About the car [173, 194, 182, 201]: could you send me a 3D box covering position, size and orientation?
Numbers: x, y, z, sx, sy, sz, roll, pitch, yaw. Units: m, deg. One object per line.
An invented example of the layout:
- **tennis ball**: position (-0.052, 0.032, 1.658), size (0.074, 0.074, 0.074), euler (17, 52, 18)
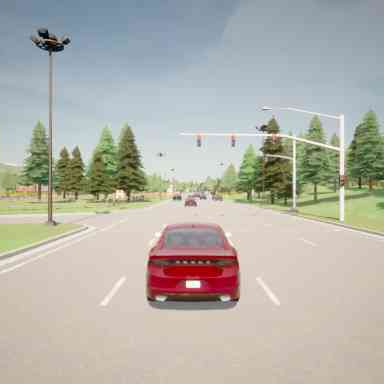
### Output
- **car**: position (-3.819, 1.469, 83.554), size (1.882, 1.535, 5.008), euler (0, 0, 0)

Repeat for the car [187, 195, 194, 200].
- **car**: position (-0.359, 1.428, 94.018), size (1.895, 1.301, 4.718), euler (0, 0, 0)

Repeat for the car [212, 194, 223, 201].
- **car**: position (6.681, 1.517, 83.595), size (2.128, 1.511, 4.902), euler (0, 0, 0)

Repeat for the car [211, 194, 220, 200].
- **car**: position (6.641, 1.372, 94.014), size (2.033, 1.411, 5.357), euler (0, 0, 0)

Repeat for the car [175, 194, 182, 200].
- **car**: position (-3.859, 1.310, 93.974), size (1.882, 1.535, 5.008), euler (0, 0, 0)

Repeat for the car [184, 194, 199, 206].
- **car**: position (-0.201, 1.526, 52.955), size (1.812, 1.442, 4.674), euler (0, 0, 0)

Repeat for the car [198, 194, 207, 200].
- **car**: position (3.139, 1.524, 94.414), size (1.812, 1.442, 4.674), euler (0, 0, 0)

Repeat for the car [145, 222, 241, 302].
- **car**: position (0.031, 1.478, 8.353), size (1.882, 1.535, 5.008), euler (0, 0, 0)
